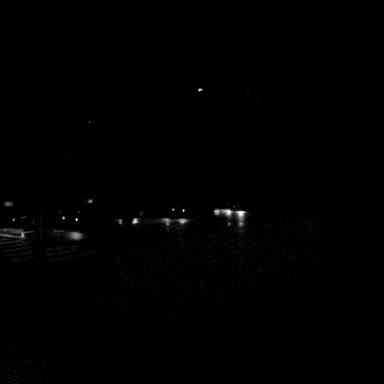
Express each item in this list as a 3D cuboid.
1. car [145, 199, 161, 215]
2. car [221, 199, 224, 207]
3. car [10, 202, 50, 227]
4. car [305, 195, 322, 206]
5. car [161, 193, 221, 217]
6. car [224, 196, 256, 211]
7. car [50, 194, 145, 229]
[{"bbox_3d":[-4.101,1.390,30.126,1.882,1.535,5.008,0,0,35],"label":"car"},{"bbox_3d":[5.059,1.323,42.991,1.882,1.535,5.008,0,0,36],"label":"car"},{"bbox_3d":[-9.568,1.456,22.432,1.837,1.490,4.892,0,0,35],"label":"car"},{"bbox_3d":[18.869,1.248,50.905,1.882,1.535,5.008,0,0,35],"label":"car"},{"bbox_3d":[0.021,1.117,30.313,2.150,2.045,5.566,0,0,35],"label":"car"},{"bbox_3d":[6.085,1.356,38.837,1.837,1.490,4.892,0,0,36],"label":"car"},{"bbox_3d":[-5.982,1.160,21.864,2.150,2.045,5.566,0,0,35],"label":"car"}]
